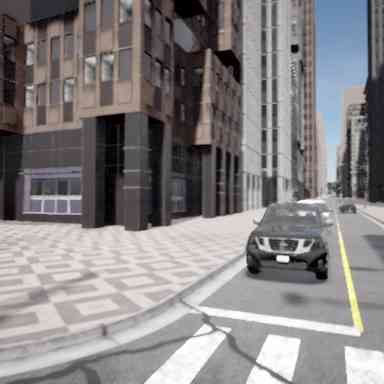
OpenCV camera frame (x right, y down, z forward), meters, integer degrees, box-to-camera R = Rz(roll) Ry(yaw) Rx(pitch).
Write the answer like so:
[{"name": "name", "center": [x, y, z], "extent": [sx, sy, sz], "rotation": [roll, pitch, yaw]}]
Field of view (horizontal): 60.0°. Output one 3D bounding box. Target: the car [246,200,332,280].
[{"name": "car", "center": [3.398, 1.397, 11.086], "extent": [2.150, 2.045, 5.566], "rotation": [0, -1, 23]}]

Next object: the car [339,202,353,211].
[{"name": "car", "center": [25.179, 2.323, 54.483], "extent": [1.895, 1.301, 4.718], "rotation": [0, -1, 23]}]

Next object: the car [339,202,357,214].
[{"name": "car", "center": [21.320, 2.129, 45.329], "extent": [1.837, 1.490, 4.892], "rotation": [0, -1, 23]}]

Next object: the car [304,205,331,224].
[{"name": "car", "center": [11.495, 1.995, 30.242], "extent": [2.033, 1.411, 5.357], "rotation": [0, -1, 23]}]

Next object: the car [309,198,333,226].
[{"name": "car", "center": [7.408, 1.535, 20.582], "extent": [2.150, 2.045, 5.566], "rotation": [0, -1, 23]}]
